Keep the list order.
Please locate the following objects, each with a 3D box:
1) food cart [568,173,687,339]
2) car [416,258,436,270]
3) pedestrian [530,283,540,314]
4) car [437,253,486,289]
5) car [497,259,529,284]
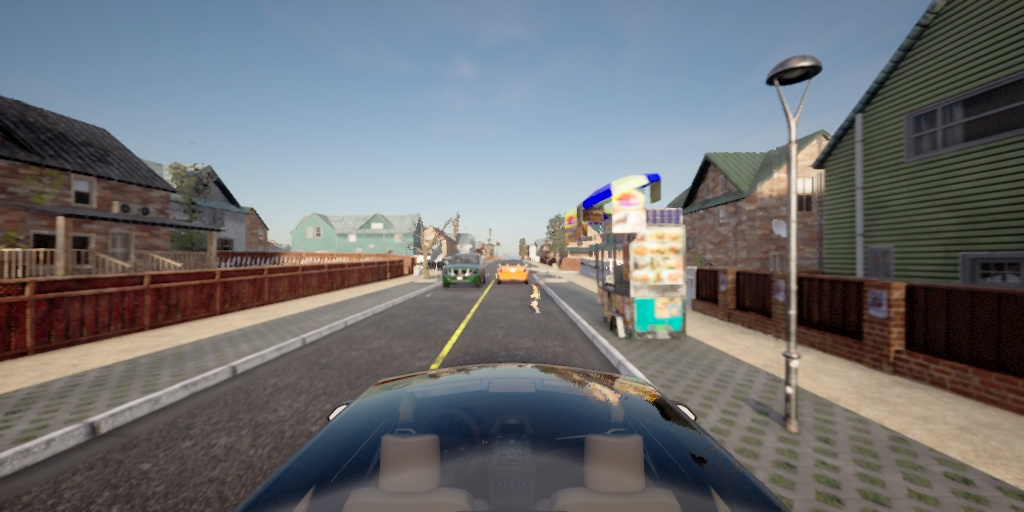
[{"bbox_3d":[3.011,0.166,9.227,2.280,3.560,4.660,0,0,0],"label":"food cart"},{"bbox_3d":[-8.856,0.881,41.595,4.892,1.490,1.837,1,-3,8],"label":"car"},{"bbox_3d":[0.842,1.357,11.962,0.500,1.100,0.500,1,-1,-3],"label":"pedestrian"},{"bbox_3d":[-2.823,0.845,22.242,2.150,2.045,5.566,0,0,0],"label":"car"},{"bbox_3d":[0.064,0.958,25.267,2.097,1.767,4.553,0,0,0],"label":"car"}]
